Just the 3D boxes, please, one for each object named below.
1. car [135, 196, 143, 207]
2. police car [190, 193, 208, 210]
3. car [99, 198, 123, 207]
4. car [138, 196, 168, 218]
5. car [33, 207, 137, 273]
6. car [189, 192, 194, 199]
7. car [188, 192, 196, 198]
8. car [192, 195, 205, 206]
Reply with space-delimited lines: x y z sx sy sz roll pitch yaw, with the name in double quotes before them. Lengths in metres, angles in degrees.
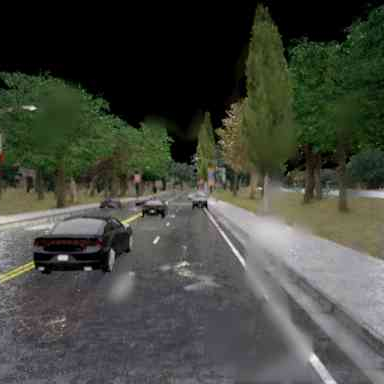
"car" -6.582 1.293 45.575 1.882 1.535 5.008 0 0 0
"police car" 0.972 1.270 40.988 1.930 1.638 5.238 0 0 0
"car" -9.848 1.393 40.852 2.033 1.411 5.357 0 0 0
"car" -3.152 1.386 28.978 1.882 1.535 5.008 0 0 0
"car" -3.151 1.451 10.593 1.882 1.535 5.008 0 0 0
"car" 0.970 1.086 56.848 2.097 1.767 4.553 0 0 0
"car" -0.008 0.833 92.301 2.128 1.511 4.902 0 1 0
"car" 0.971 1.284 50.879 1.837 1.490 4.892 0 0 0
